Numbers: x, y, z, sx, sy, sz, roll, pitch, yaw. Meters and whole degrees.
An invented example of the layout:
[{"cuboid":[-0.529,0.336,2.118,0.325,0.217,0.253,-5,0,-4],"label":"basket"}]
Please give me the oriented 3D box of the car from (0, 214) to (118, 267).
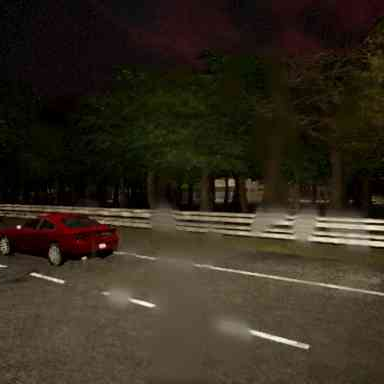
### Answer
[{"cuboid":[-4.735,1.504,11.551,5.008,1.535,1.882,0,0,36],"label":"car"}]
